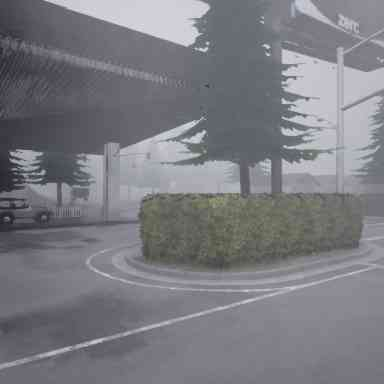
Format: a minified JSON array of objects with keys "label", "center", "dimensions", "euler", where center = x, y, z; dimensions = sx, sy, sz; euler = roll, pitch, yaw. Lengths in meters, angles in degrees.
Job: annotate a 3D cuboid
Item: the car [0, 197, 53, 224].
[{"label":"car","center":[-12.015,1.313,23.453],"dimensions":[3.866,1.878,1.905],"euler":[0,0,-36]}]
